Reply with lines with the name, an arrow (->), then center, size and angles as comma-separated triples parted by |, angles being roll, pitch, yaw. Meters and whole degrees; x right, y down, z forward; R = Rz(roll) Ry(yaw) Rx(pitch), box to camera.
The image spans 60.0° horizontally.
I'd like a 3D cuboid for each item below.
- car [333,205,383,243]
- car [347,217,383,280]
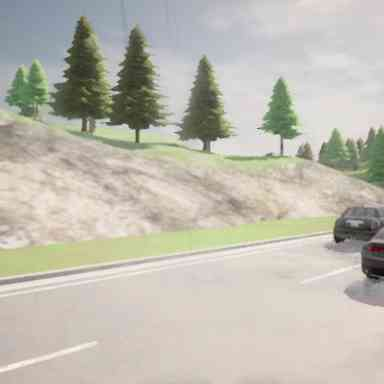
car -> 8.303, 1.346, 14.863 | 4.553, 1.767, 2.097 | 0, 0, -38
car -> 6.298, 1.496, 8.813 | 4.892, 1.490, 1.837 | -1, 0, -38
